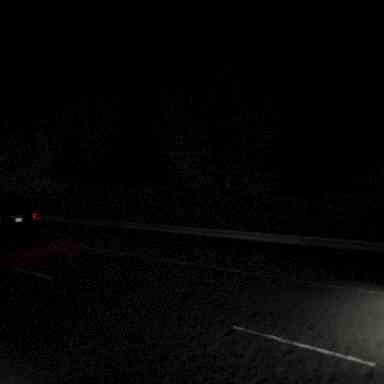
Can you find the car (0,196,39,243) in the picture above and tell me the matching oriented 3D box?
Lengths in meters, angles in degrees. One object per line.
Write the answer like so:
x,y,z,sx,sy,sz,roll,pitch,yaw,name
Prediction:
-9.062,1.197,14.771,5.566,2.045,2.150,0,0,36,car
